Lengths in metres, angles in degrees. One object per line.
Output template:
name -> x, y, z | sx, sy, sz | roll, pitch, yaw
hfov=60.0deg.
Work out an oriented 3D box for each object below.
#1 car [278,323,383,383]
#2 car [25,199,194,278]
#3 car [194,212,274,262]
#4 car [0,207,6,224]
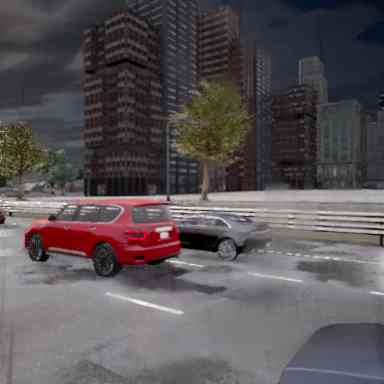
car -> 3.157, 1.547, 1.739 | 5.357, 1.411, 2.033 | 0, 0, 36
car -> -2.917, 1.227, 10.373 | 5.566, 2.045, 2.150 | 0, 0, 35
car -> 0.517, 1.496, 12.220 | 4.902, 1.511, 2.128 | 0, 0, 35
car -> -15.133, 1.380, 23.385 | 4.553, 1.767, 2.097 | 0, 0, 36
